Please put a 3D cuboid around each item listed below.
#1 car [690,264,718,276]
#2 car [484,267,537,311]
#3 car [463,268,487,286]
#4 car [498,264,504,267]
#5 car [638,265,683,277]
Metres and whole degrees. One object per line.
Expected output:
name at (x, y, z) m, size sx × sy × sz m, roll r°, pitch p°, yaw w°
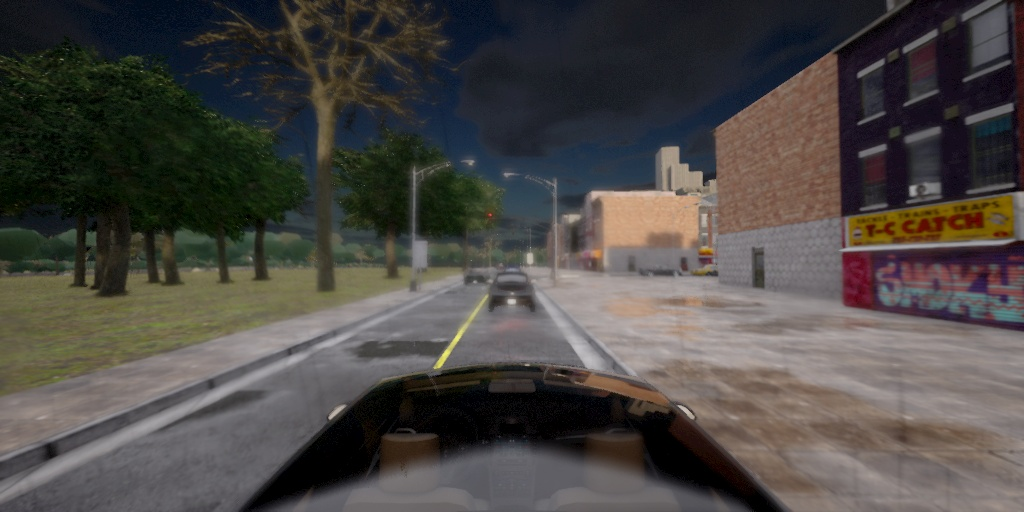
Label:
car at (21.299, 1.490, 37.409) m, size 4.829 × 1.417 × 1.751 m, roll 0°, pitch 0°, yaw 0°
car at (0.013, 1.411, 15.380) m, size 1.837 × 1.490 × 4.892 m, roll 0°, pitch 0°, yaw 1°
car at (-2.789, 1.684, 29.314) m, size 1.895 × 1.301 × 4.718 m, roll 0°, pitch -1°, yaw 0°
car at (0.120, 1.628, 30.734) m, size 1.812 × 1.442 × 4.674 m, roll 0°, pitch -1°, yaw 3°
car at (15.455, 1.559, 37.366) m, size 4.403 × 1.370 × 2.007 m, roll 0°, pitch 0°, yaw 0°
